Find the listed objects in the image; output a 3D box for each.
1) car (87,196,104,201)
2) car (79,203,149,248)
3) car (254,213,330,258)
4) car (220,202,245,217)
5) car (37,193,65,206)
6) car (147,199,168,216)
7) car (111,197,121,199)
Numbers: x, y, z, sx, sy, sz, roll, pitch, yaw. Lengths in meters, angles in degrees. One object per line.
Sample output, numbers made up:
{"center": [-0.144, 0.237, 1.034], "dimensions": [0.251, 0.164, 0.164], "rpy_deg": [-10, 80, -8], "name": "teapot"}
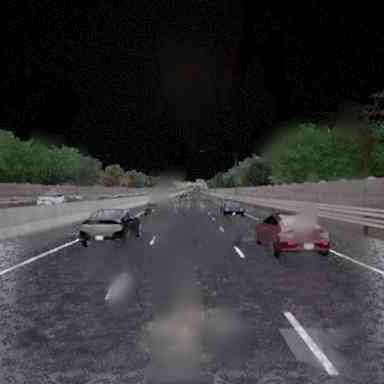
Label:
{"center": [-17.511, 1.486, 60.626], "dimensions": [2.033, 1.411, 5.357], "rpy_deg": [0, 0, 1], "name": "car"}
{"center": [-3.398, 1.460, 14.604], "dimensions": [2.128, 1.511, 4.902], "rpy_deg": [0, 0, 0], "name": "car"}
{"center": [3.601, 1.498, 12.548], "dimensions": [1.812, 1.442, 4.674], "rpy_deg": [0, 0, 0], "name": "car"}
{"center": [3.603, 1.547, 30.670], "dimensions": [1.895, 1.301, 4.718], "rpy_deg": [0, 0, 0], "name": "car"}
{"center": [-21.031, 1.161, 49.874], "dimensions": [2.150, 2.045, 5.566], "rpy_deg": [0, 0, 1], "name": "car"}
{"center": [-3.397, 1.450, 31.946], "dimensions": [1.837, 1.490, 4.892], "rpy_deg": [0, 0, 0], "name": "car"}
{"center": [-14.013, 1.540, 61.033], "dimensions": [1.895, 1.301, 4.718], "rpy_deg": [0, 0, 1], "name": "car"}
